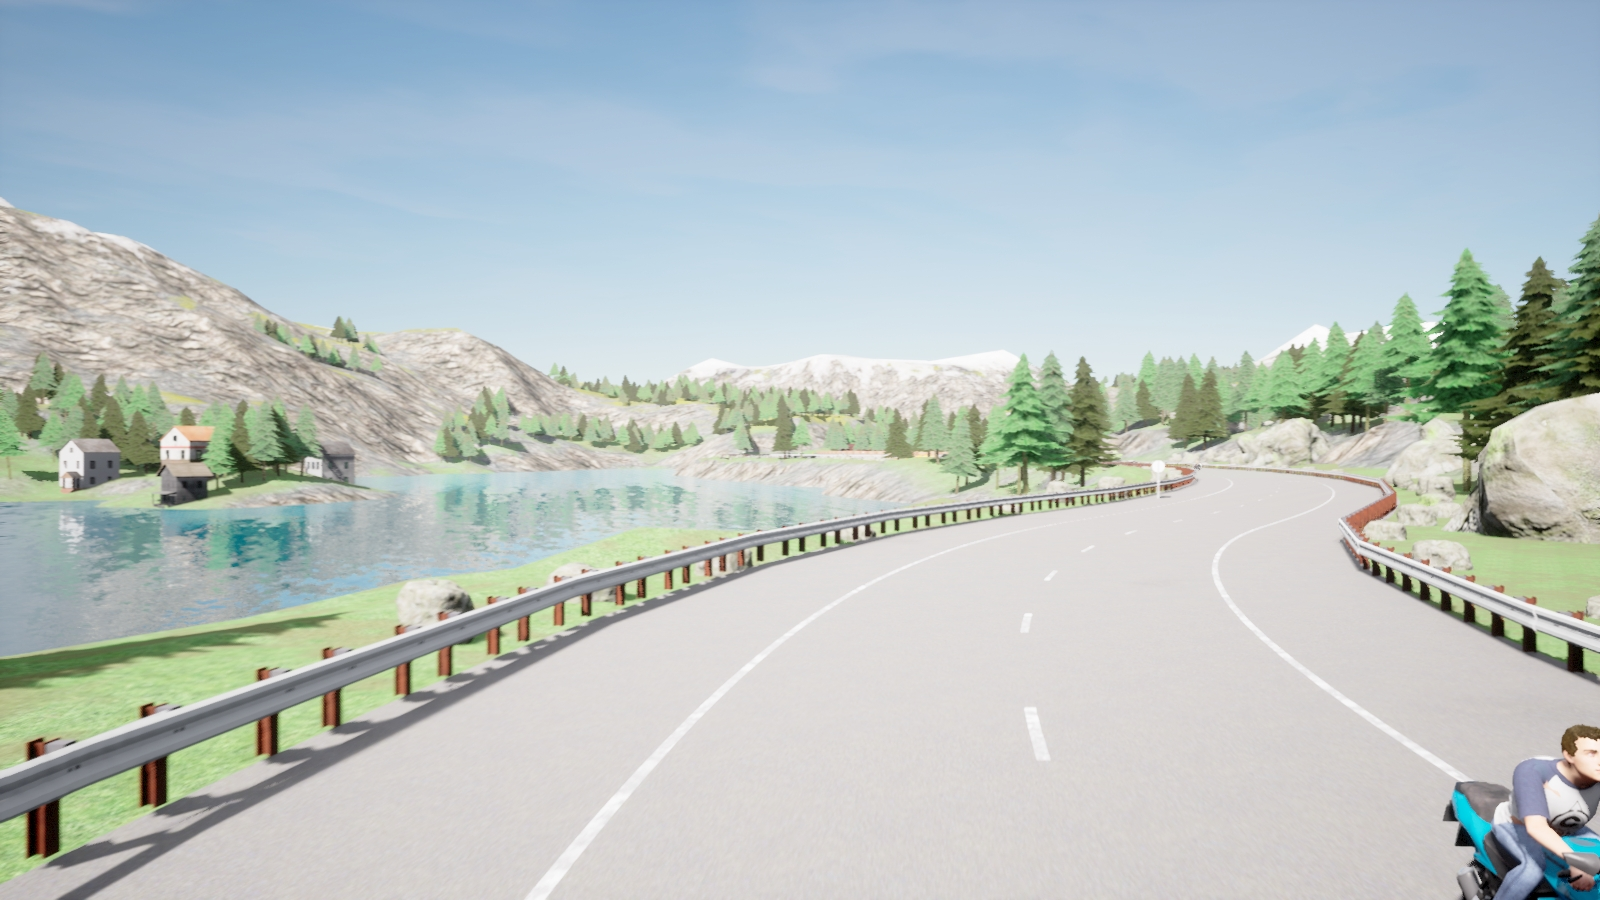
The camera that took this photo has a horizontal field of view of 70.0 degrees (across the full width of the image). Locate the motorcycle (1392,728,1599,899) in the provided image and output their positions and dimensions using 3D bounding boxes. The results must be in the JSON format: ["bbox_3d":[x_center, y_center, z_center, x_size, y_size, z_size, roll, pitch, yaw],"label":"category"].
[{"bbox_3d":[3.662,2.179,5.399,0.803,1.217,2.033,0,0,4],"label":"motorcycle"}]
